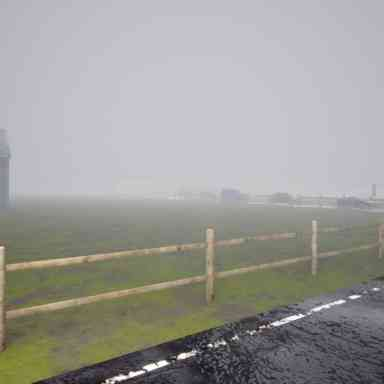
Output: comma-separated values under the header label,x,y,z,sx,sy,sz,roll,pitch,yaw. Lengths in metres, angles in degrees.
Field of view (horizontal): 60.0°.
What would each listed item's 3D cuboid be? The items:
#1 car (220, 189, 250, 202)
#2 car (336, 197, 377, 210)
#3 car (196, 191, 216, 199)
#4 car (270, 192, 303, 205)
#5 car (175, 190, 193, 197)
label,x,y,z,sx,sy,sz,roll,pitch,yaw
car,6.835,0.514,53.585,2.150,2.045,5.566,0,1,-35
car,18.400,1.216,37.358,1.994,1.385,4.181,0,1,-35
car,2.793,0.597,65.485,1.837,1.490,4.892,0,1,-35
car,12.829,0.830,45.173,2.097,1.767,4.553,0,1,-35
car,-1.772,0.362,71.827,1.837,1.490,4.892,0,1,-36
